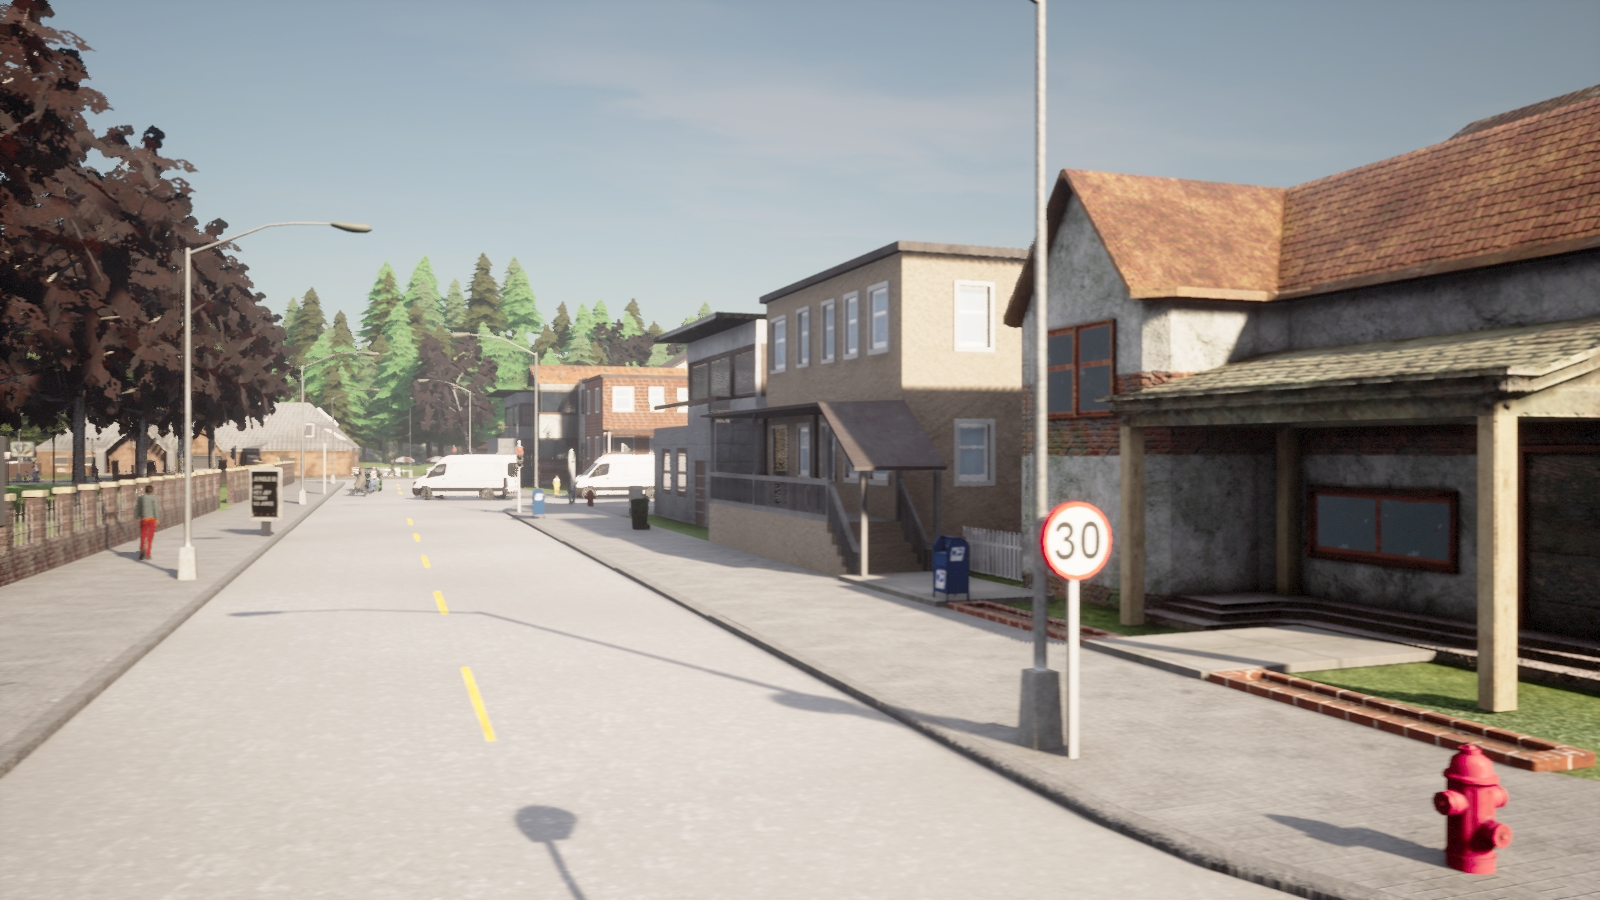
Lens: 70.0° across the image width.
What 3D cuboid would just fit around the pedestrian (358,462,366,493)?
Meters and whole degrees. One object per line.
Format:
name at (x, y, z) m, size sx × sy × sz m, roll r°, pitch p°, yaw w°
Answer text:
pedestrian at (-26.077, 1.628, 68.076) m, size 0.375 × 1.860 × 0.375 m, roll 0°, pitch 0°, yaw -8°

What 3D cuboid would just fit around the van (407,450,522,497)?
van at (-18.863, 1.314, 64.346) m, size 5.915 × 2.561 × 1.988 m, roll 0°, pitch 1°, yaw 10°

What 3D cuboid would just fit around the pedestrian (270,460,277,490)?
pedestrian at (-32.230, 1.524, 69.914) m, size 0.375 × 1.860 × 0.375 m, roll 0°, pitch 0°, yaw -20°

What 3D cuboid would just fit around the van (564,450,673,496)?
van at (-10.439, 1.314, 65.640) m, size 5.915 × 2.561 × 1.988 m, roll 0°, pitch 0°, yaw -20°

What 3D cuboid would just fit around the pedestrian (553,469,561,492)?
pedestrian at (-14.268, 1.795, 66.990) m, size 0.375 × 1.300 × 0.375 m, roll 0°, pitch 0°, yaw -23°

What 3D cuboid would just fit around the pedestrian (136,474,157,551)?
pedestrian at (-15.958, 1.525, 27.894) m, size 0.375 × 1.860 × 0.375 m, roll 0°, pitch 0°, yaw -18°
